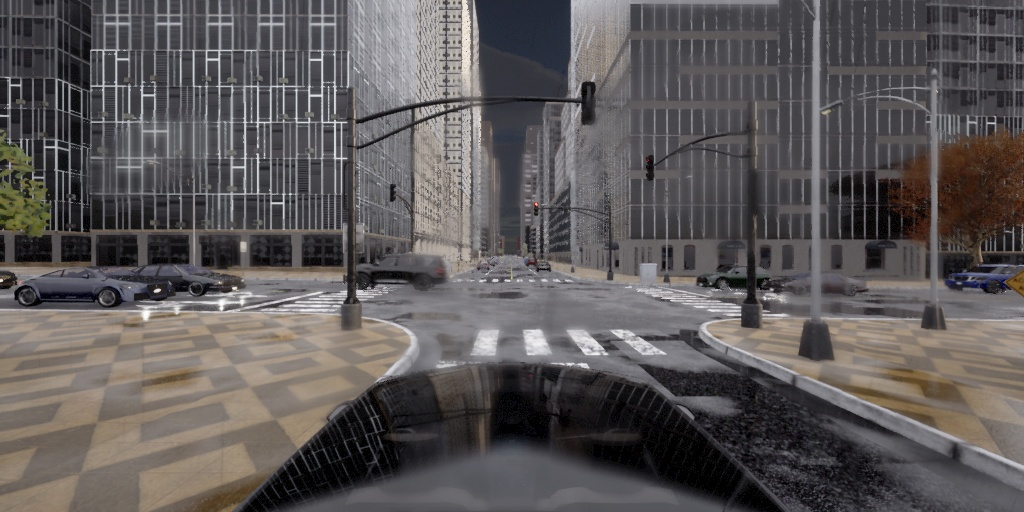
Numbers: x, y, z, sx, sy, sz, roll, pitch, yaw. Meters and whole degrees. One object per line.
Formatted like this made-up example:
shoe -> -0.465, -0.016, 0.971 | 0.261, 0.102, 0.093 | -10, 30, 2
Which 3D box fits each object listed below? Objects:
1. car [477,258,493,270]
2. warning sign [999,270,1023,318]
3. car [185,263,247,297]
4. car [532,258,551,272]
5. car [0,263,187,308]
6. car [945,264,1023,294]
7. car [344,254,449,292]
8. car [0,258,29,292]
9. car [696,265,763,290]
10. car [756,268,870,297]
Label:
car -> -4.028, 1.342, 51.190 | 1.802, 1.307, 4.207 | 0, 0, 0
warning sign -> 17.274, 1.204, 11.896 | 1.060, 1.860, 1.300 | 0, 0, -3
car -> -15.353, 1.040, 16.422 | 5.357, 1.411, 2.033 | 1, 0, 0
car -> 3.925, 1.329, 45.698 | 1.948, 1.339, 4.313 | 0, 0, 0
car -> -15.079, 1.063, 13.147 | 4.181, 1.385, 1.994 | 1, 0, -3
car -> 34.318, 1.611, 25.396 | 5.566, 2.045, 2.150 | 1, 0, -3
car -> -6.394, 0.892, 20.258 | 5.566, 2.045, 2.150 | 2, 0, -3
car -> -25.275, 0.815, 15.931 | 4.892, 1.490, 1.837 | 1, 0, -3
car -> 15.134, 1.399, 24.509 | 4.553, 1.767, 2.097 | 1, 0, -3
car -> 18.075, 1.647, 21.393 | 5.357, 1.411, 2.033 | 1, 0, -3
